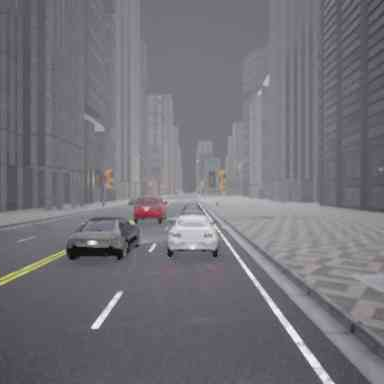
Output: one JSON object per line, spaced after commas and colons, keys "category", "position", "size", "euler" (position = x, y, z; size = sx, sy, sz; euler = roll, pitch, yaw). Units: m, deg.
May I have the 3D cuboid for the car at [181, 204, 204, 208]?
{"category": "car", "position": [0.034, 1.698, 27.761], "size": [1.994, 1.385, 4.181], "euler": [0, 0, 0]}

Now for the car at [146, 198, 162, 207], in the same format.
{"category": "car", "position": [-6.567, 1.775, 58.001], "size": [2.033, 1.411, 5.357], "euler": [0, 0, 1]}

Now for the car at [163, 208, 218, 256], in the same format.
{"category": "car", "position": [0.043, 1.591, 13.303], "size": [1.812, 1.442, 4.674], "euler": [0, 0, 1]}

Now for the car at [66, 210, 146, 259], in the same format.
{"category": "car", "position": [-3.212, 1.627, 12.809], "size": [1.994, 1.385, 4.181], "euler": [0, 0, 1]}

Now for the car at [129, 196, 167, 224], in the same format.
{"category": "car", "position": [-3.232, 1.350, 26.449], "size": [2.150, 2.045, 5.566], "euler": [0, 0, 0]}
